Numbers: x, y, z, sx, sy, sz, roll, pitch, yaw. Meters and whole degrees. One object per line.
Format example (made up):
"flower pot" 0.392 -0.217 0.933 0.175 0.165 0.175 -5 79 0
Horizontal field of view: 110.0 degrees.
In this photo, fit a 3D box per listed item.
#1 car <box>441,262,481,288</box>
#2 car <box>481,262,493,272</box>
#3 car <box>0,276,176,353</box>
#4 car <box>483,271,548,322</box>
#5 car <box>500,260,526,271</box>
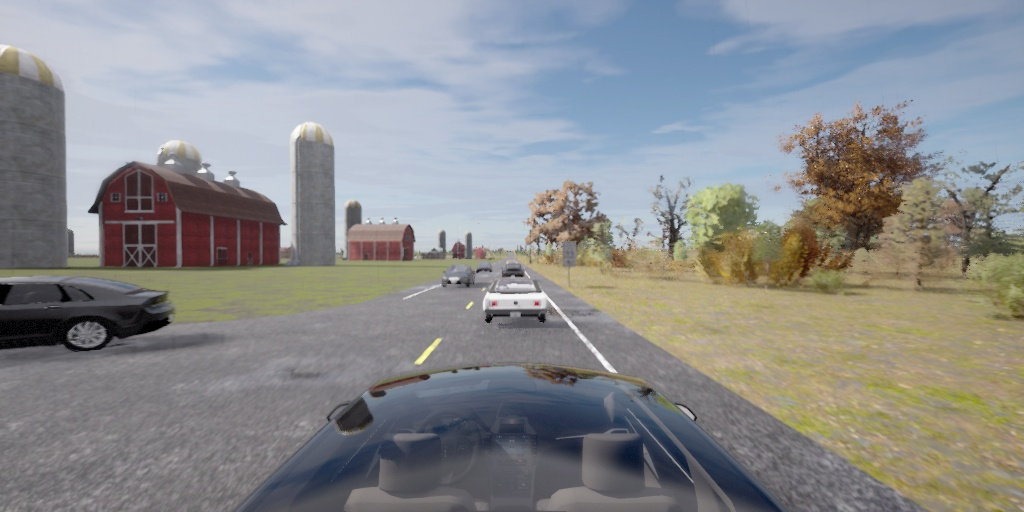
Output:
"car" -3.607 1.343 24.785 2.128 1.511 4.902 0 0 0
"car" -3.565 1.471 47.556 2.033 1.411 5.357 0 0 0
"car" -10.113 1.182 7.207 4.892 1.490 1.837 1 2 -30
"car" 0.099 1.391 12.443 1.895 1.301 4.718 0 0 0
"car" 0.083 1.352 30.236 1.837 1.490 4.892 0 0 0
